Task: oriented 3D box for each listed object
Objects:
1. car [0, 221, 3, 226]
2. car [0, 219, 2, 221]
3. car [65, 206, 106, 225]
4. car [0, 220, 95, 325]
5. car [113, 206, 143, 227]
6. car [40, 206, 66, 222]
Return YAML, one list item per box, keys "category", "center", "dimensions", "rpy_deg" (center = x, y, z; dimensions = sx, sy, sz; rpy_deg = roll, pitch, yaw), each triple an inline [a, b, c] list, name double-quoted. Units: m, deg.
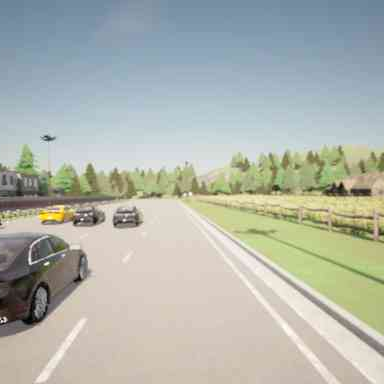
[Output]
- category: "car"
  center: [-7.398, 1.830, 9.943]
  dimensions: [1.994, 1.385, 4.181]
  rpy_deg: [-1, 0, -4]
- category: "car"
  center: [-15.210, 2.110, 22.909]
  dimensions: [2.033, 1.411, 5.357]
  rpy_deg: [-1, 0, -4]
- category: "car"
  center: [-8.498, 1.909, 27.727]
  dimensions: [2.128, 1.511, 4.902]
  rpy_deg: [-1, 0, -4]
- category: "car"
  center: [-3.734, 1.656, 7.361]
  dimensions: [1.837, 1.490, 4.892]
  rpy_deg: [-1, 0, -4]
- category: "car"
  center: [-4.863, 1.798, 25.636]
  dimensions: [2.128, 1.511, 4.902]
  rpy_deg: [-1, 0, -4]
- category: "car"
  center: [-12.177, 2.012, 30.523]
  dimensions: [1.882, 1.535, 5.008]
  rpy_deg: [-1, 0, -4]
